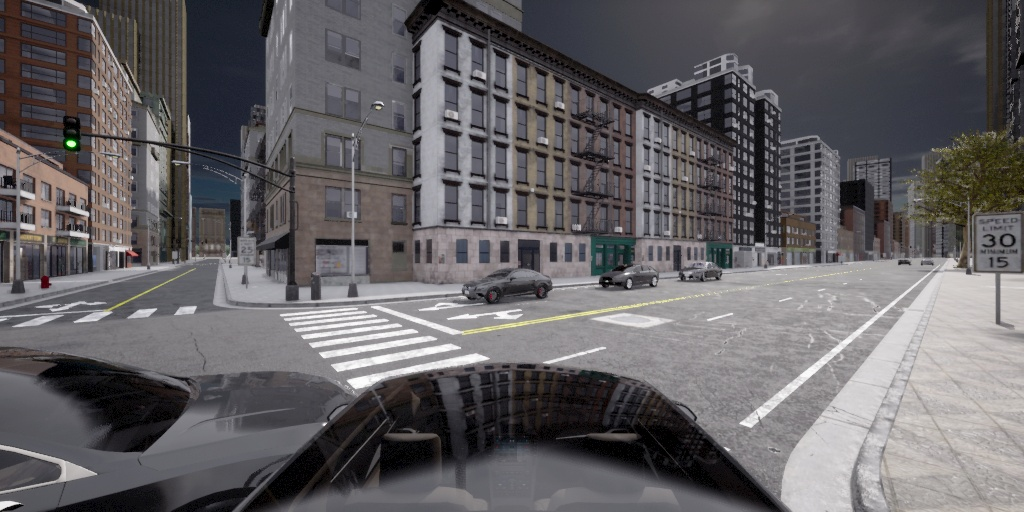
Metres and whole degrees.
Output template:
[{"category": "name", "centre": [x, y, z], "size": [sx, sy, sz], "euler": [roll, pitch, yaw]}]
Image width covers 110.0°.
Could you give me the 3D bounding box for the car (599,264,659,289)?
[{"category": "car", "centre": [7.556, 1.258, 22.963], "size": [4.892, 1.490, 1.837], "euler": [0, 0, -39]}]

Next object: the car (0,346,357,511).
[{"category": "car", "centre": [-3.229, 1.257, 1.721], "size": [4.892, 1.490, 1.837], "euler": [0, 0, -35]}]

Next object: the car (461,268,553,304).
[{"category": "car", "centre": [-0.109, 1.286, 16.706], "size": [4.674, 1.442, 1.812], "euler": [0, 0, -39]}]

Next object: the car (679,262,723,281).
[{"category": "car", "centre": [15.538, 1.235, 29.467], "size": [4.902, 1.511, 2.128], "euler": [0, 0, -39]}]
